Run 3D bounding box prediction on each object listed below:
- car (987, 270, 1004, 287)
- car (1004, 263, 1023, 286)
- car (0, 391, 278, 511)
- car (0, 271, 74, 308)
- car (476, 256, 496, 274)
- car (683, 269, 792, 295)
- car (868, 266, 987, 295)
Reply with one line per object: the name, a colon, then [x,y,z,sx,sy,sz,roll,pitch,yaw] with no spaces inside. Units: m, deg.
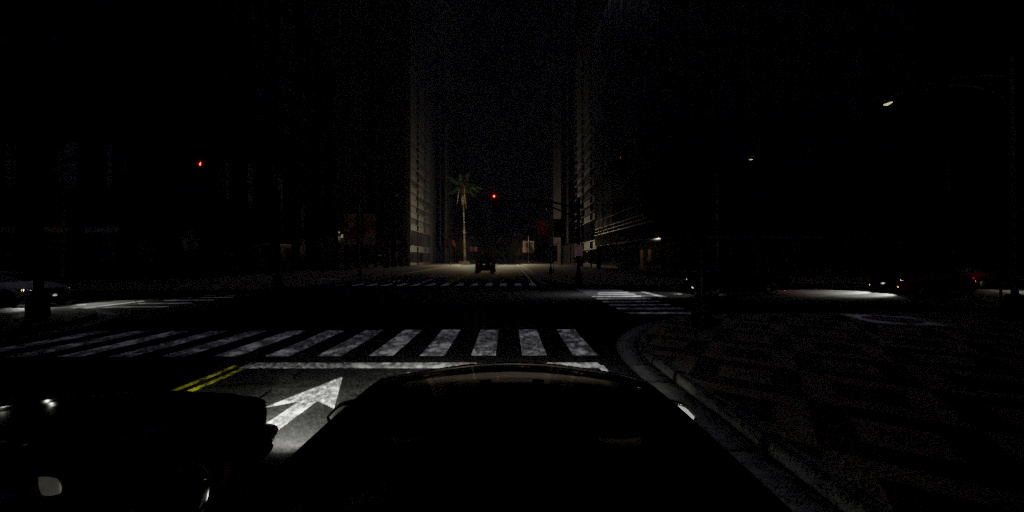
car: [26.427,1.273,21.759,4.207,1.307,1.802,0,0,-1]
car: [32.065,1.115,21.857,4.097,1.591,1.967,0,0,-1]
car: [-3.176,1.297,0.755,2.033,1.411,5.357,0,0,4]
car: [-21.378,1.354,14.979,4.674,1.442,1.812,0,0,1]
car: [-3.231,1.069,44.207,2.150,2.045,5.566,0,0,0]
car: [11.619,1.319,18.750,4.718,1.301,1.895,0,0,-1]
car: [21.541,1.248,18.914,4.181,1.385,1.994,0,0,0]
